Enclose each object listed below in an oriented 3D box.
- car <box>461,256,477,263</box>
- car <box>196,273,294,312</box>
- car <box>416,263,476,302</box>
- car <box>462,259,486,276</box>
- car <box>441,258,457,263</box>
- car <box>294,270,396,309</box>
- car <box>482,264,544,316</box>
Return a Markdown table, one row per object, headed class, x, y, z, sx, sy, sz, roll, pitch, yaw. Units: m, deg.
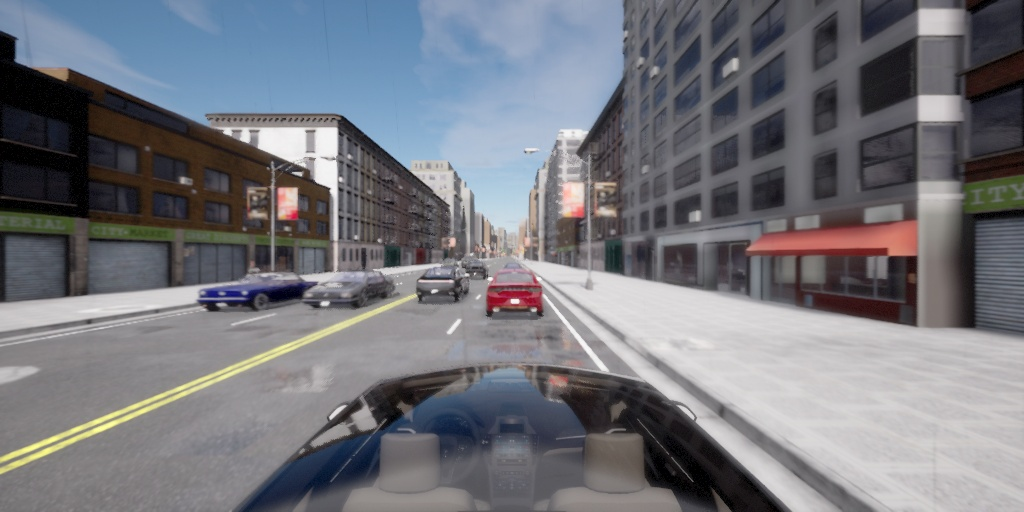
| class | x | y | z | sx | sy | sz | roll | pitch | yaw |
| --- | --- | --- | --- | --- | --- | --- | --- | --- | --- |
| car | -6.567 | 1.011 | 55.909 | 2.150 | 2.045 | 5.566 | 0 | 0 | 0 |
| car | -9.851 | 1.353 | 14.393 | 1.895 | 1.301 | 4.718 | 0 | 0 | 0 |
| car | -3.151 | 1.245 | 17.045 | 2.128 | 1.511 | 4.902 | 0 | 0 | 0 |
| car | -3.154 | 1.268 | 33.021 | 1.837 | 1.490 | 4.892 | 0 | 0 | 0 |
| car | -9.817 | 1.141 | 56.111 | 2.097 | 1.767 | 4.553 | 0 | 0 | 0 |
| car | -6.601 | 1.301 | 15.335 | 2.033 | 1.411 | 5.357 | 0 | 0 | 0 |
| car | 0.099 | 1.230 | 13.442 | 1.882 | 1.535 | 5.008 | 0 | 0 | 0 |
